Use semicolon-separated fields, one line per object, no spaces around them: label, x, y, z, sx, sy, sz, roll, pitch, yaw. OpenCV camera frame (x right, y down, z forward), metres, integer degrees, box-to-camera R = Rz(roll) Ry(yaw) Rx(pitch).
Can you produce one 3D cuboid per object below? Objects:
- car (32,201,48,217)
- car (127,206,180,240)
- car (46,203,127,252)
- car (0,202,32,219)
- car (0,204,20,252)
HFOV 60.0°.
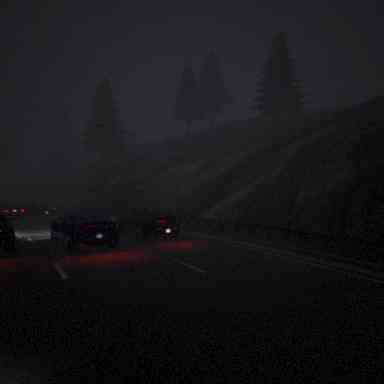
car;-14.469;1.523;30.843;4.718;1.301;1.895;0;0;42
car;-2.417;1.475;17.060;1.837;1.490;4.892;0;0;-33
car;-4.669;1.447;14.106;1.882;1.535;5.008;0;0;-32
car;-15.172;1.474;26.780;5.357;1.411;2.033;0;0;44
car;-8.114;1.470;13.004;1.837;1.490;4.892;0;1;-33
